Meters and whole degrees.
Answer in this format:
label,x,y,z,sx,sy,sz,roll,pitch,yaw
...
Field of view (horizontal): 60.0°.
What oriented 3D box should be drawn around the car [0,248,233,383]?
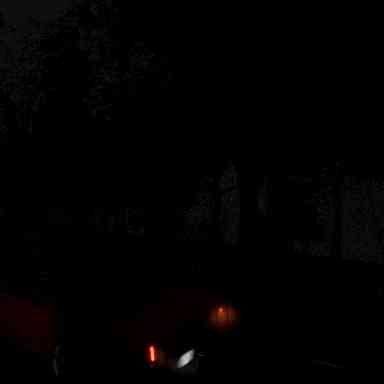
label,x,y,z,sx,sy,sz,roll,pitch,yaw
car,-1.872,1.545,5.025,4.718,1.301,1.895,1,1,36
